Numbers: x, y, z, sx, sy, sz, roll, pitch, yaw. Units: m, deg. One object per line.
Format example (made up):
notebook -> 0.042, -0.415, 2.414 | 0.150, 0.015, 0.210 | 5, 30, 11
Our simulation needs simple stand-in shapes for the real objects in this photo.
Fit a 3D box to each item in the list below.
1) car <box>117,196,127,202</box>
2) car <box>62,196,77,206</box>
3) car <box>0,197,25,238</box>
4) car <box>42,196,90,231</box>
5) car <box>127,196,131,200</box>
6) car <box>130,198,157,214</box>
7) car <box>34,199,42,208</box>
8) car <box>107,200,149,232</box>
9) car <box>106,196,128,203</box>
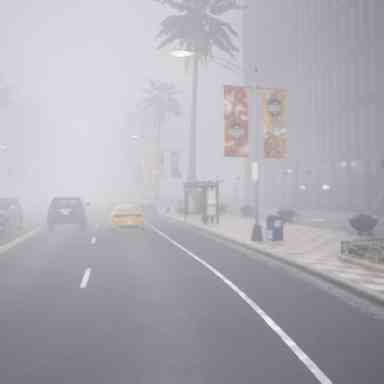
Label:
car -> -17.986, 1.704, 85.209 | 2.161, 1.482, 4.786 | -1, 0, -15
car -> -21.796, 1.570, 59.202 | 2.097, 1.767, 4.553 | -1, 0, -14
car -> -10.892, 1.327, 18.376 | 2.150, 2.045, 5.566 | -1, 0, -15
car -> -7.942, 1.301, 21.623 | 2.150, 2.045, 5.566 | -1, 0, -15
car -> -12.590, 1.489, 63.952 | 2.185, 1.767, 4.553 | -1, 0, -15
car -> -4.969, 1.538, 35.583 | 2.231, 1.521, 4.892 | -1, 0, -15
car -> -23.861, 1.783, 53.371 | 2.033, 1.411, 5.357 | -1, 0, -14
car -> -4.098, 1.522, 20.719 | 1.882, 1.535, 5.008 | 0, 0, -15
car -> -8.897, 1.571, 38.676 | 1.882, 1.535, 5.008 | -1, 0, -15
